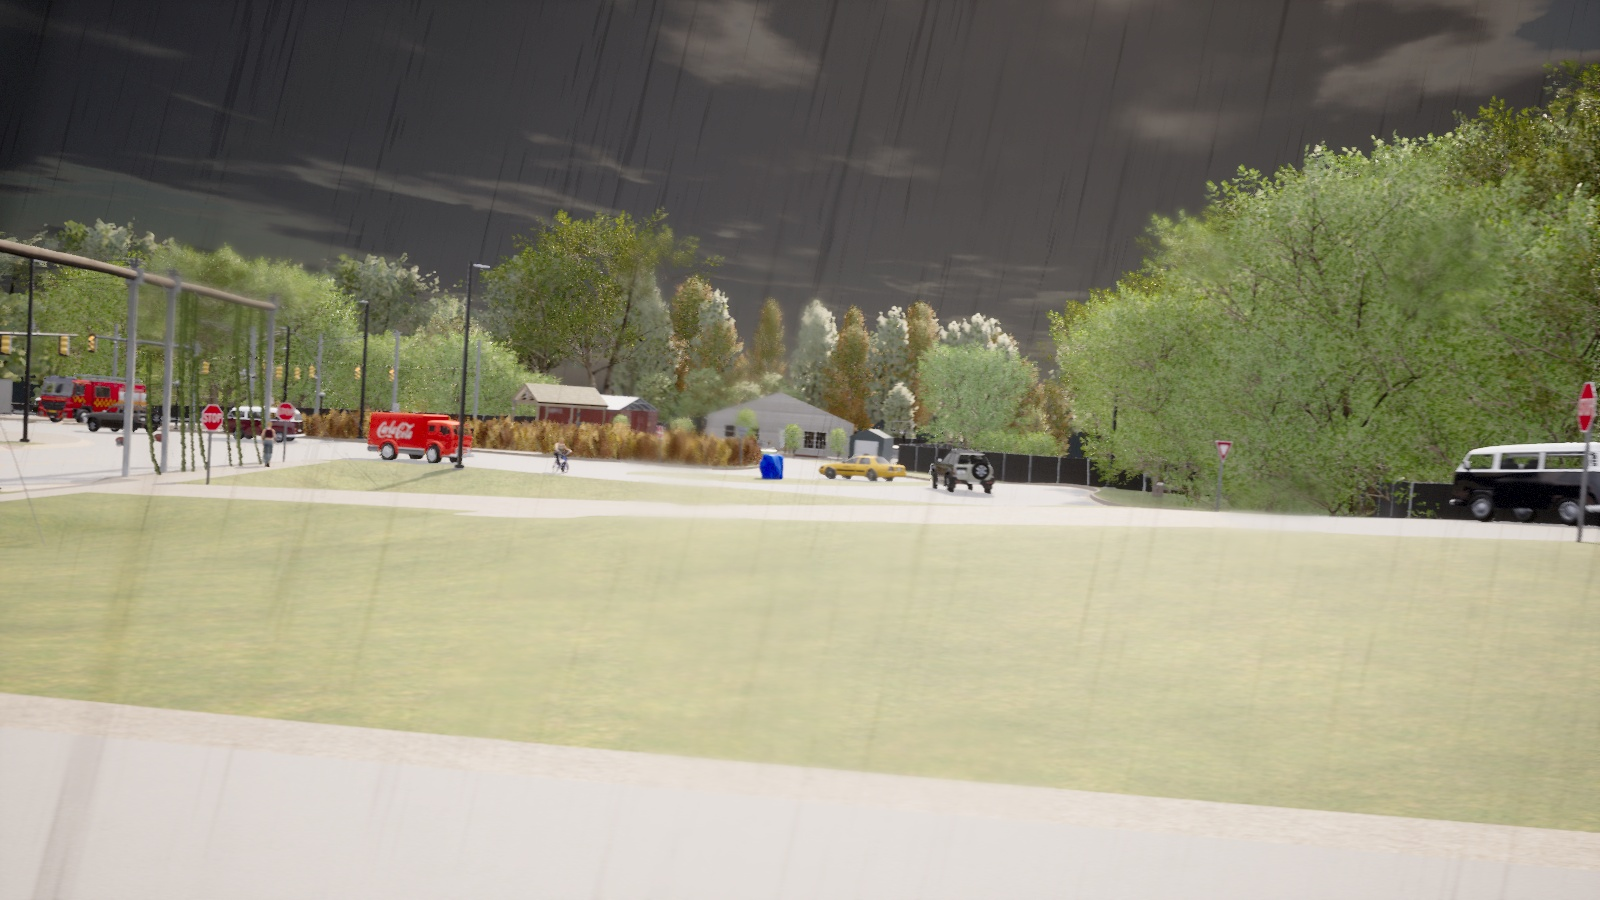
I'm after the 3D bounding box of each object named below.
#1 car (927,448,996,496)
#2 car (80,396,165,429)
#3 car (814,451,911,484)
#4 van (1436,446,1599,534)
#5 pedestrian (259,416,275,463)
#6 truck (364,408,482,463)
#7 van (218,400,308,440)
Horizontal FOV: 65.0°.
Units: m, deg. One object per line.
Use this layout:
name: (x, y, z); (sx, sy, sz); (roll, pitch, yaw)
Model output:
car: (7.061, 0.937, 55.411); (1.932, 1.855, 4.605); (2, 1, -6)
car: (-42.153, -2.314, 78.174); (4.605, 1.855, 1.932); (3, 2, 17)
car: (3.556, 0.994, 72.275); (5.366, 1.575, 1.801); (3, 0, 36)
van: (18.662, 1.000, 31.565); (2.069, 2.038, 4.480); (3, -2, -21)
pedestrian: (-21.183, -0.430, 49.935); (0.345, 1.836, 0.594); (4, 2, -7)
truck: (-19.426, -0.769, 64.720); (5.204, 2.467, 2.627); (4, 1, 22)
van: (-32.449, -1.824, 75.950); (4.480, 2.038, 2.069); (4, 3, -1)
